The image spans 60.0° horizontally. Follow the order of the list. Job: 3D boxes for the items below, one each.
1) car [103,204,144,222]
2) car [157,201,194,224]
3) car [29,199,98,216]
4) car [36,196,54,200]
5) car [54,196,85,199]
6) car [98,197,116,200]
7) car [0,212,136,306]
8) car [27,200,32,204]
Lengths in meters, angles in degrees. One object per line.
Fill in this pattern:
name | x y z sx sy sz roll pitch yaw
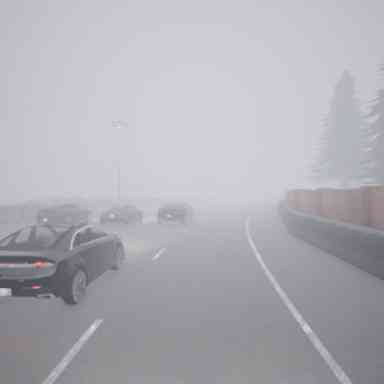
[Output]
car | -4.829 1.508 23.332 1.994 1.385 4.181 0 0 9
car | -1.108 1.431 24.391 1.882 1.535 5.008 0 0 10
car | -8.499 1.439 22.547 1.837 1.490 4.892 0 0 9
car | -20.541 1.343 49.031 2.128 1.511 4.902 0 0 17
car | -17.171 1.368 48.089 1.837 1.490 4.892 0 0 17
car | -13.045 1.421 49.616 2.033 1.411 5.357 0 0 18
car | -3.041 1.468 8.017 2.128 1.511 4.902 0 0 3
car | -23.318 1.439 51.972 1.895 1.301 4.718 0 0 18
